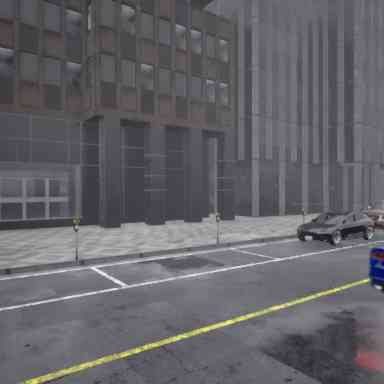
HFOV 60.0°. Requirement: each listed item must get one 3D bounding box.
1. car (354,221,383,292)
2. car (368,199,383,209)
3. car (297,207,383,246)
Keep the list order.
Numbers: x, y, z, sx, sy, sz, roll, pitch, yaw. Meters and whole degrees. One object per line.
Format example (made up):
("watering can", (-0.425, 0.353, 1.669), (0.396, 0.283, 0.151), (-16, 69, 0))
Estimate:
("car", (6.014, 1.477, 7.602), (5.008, 1.535, 1.882), (0, 0, -35))
("car", (11.275, 1.314, 18.559), (5.009, 1.841, 2.192), (0, 0, -35))
("car", (6.687, 1.565, 15.285), (4.313, 1.339, 1.947), (0, 0, -35))
